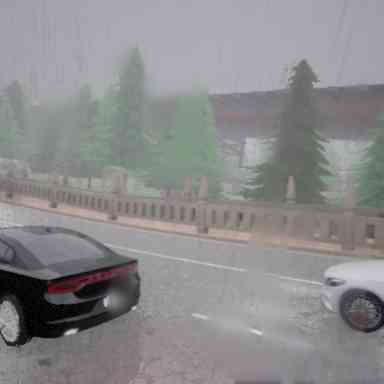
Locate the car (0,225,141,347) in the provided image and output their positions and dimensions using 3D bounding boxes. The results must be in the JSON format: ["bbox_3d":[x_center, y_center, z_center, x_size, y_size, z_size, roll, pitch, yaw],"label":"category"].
[{"bbox_3d":[-3.190,1.373,6.269,5.008,1.535,1.882,2,1,36],"label":"car"}]

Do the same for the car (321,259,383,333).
[{"bbox_3d":[4.476,1.529,5.099,4.674,1.442,1.812,0,0,36],"label":"car"}]
